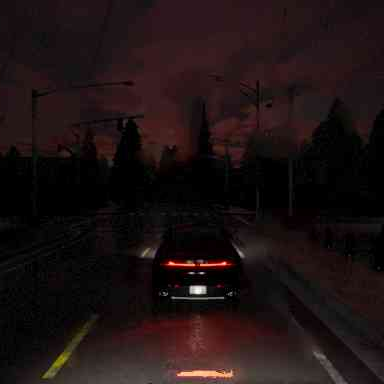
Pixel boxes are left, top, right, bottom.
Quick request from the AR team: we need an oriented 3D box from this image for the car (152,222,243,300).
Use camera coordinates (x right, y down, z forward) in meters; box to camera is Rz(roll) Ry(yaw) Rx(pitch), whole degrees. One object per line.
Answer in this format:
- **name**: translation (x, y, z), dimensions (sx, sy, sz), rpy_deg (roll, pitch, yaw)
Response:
- **car**: translation (0.110, 1.505, 8.370), dimensions (1.837, 1.490, 4.892), rpy_deg (0, 0, 0)
